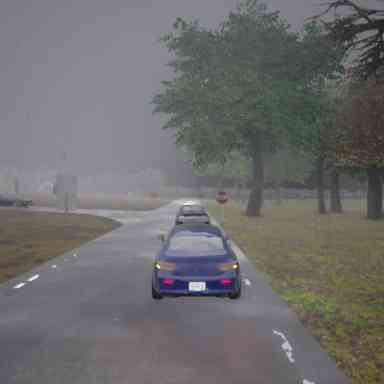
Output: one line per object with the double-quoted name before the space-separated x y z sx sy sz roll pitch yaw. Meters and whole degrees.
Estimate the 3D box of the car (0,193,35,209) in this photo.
"car" -17.035 0.814 30.395 4.718 1.301 1.895 3 -1 1

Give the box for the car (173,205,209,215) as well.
"car" -0.043 1.492 19.179 2.128 1.511 4.902 0 0 -3

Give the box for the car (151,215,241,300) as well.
"car" 0.079 1.524 8.267 1.812 1.442 4.674 0 0 0
